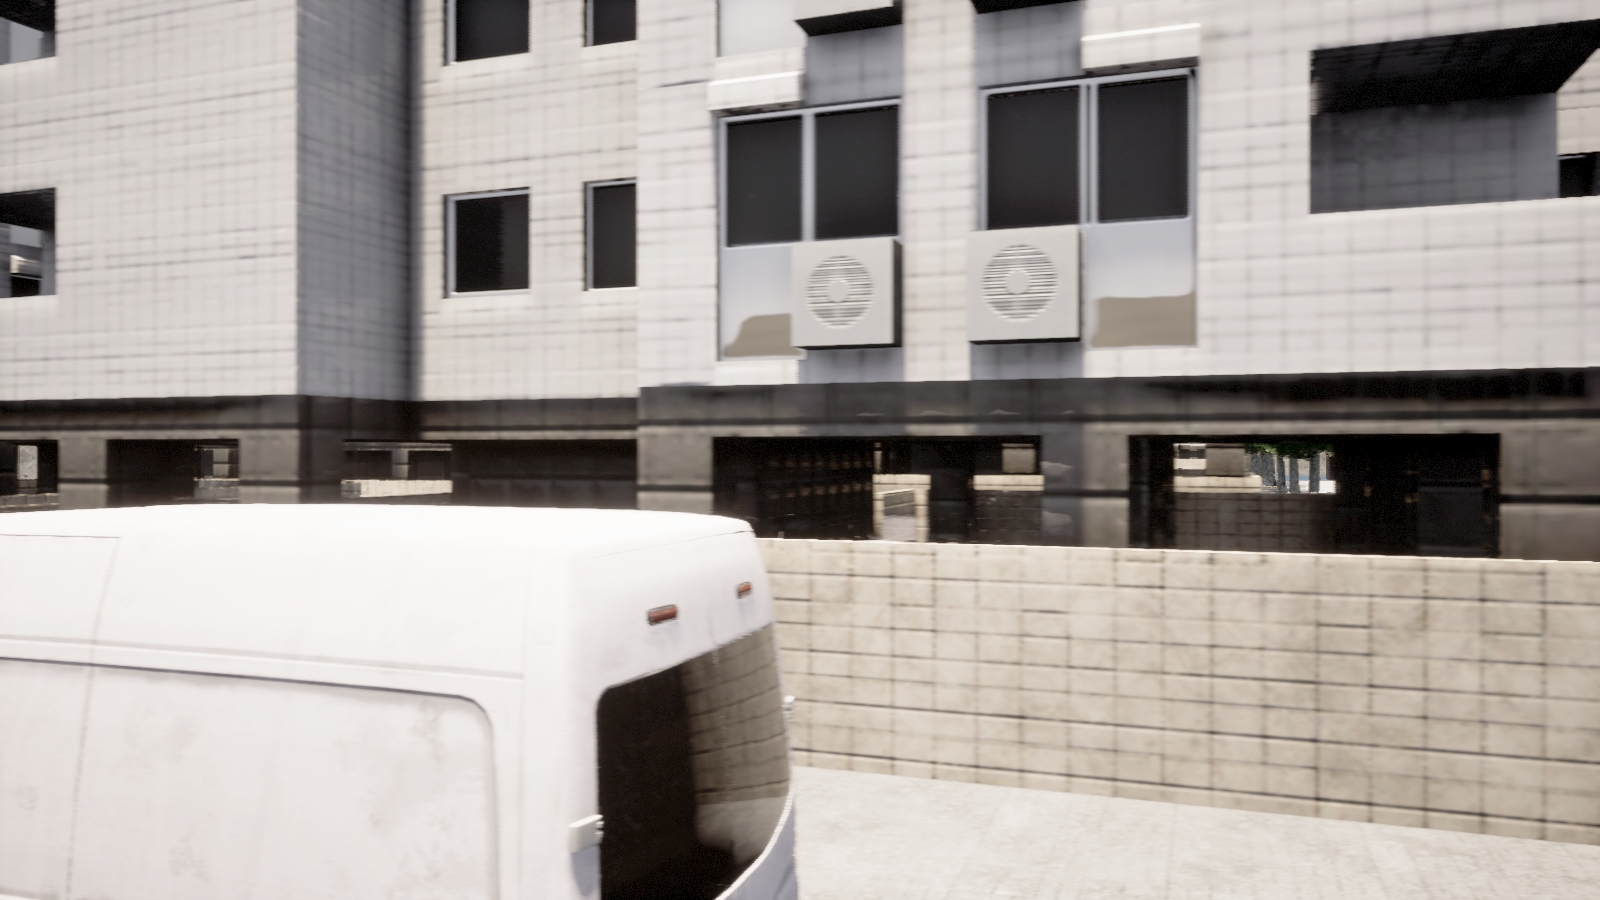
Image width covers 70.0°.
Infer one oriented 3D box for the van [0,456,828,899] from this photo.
[{"bbox_3d":[-3.000,1.314,4.945,5.915,2.561,1.988,0,0,20],"label":"van"}]
